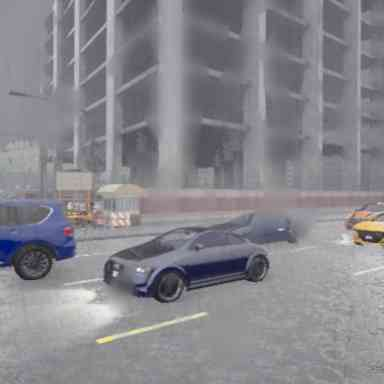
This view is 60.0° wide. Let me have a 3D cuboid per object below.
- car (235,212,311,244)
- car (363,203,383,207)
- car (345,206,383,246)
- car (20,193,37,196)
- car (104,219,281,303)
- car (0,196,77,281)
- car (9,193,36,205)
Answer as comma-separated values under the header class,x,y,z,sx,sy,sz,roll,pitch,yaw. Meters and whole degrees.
class,x,y,z,sx,sy,sz,roll,pitch,yaw
car,2.973,1.604,14.665,5.357,1.411,2.033,0,0,-35
car,11.524,1.463,20.697,4.553,1.767,2.097,0,0,-36
car,9.079,1.560,14.679,5.008,1.535,1.882,1,0,-35
car,-27.442,1.159,54.938,3.866,1.878,1.905,0,0,-36
car,-0.009,1.589,8.281,4.181,1.385,1.994,0,0,-36
car,-5.837,1.223,8.404,5.566,2.045,2.150,1,0,-35
car,-29.167,1.159,57.320,3.866,1.878,1.905,0,0,-36
